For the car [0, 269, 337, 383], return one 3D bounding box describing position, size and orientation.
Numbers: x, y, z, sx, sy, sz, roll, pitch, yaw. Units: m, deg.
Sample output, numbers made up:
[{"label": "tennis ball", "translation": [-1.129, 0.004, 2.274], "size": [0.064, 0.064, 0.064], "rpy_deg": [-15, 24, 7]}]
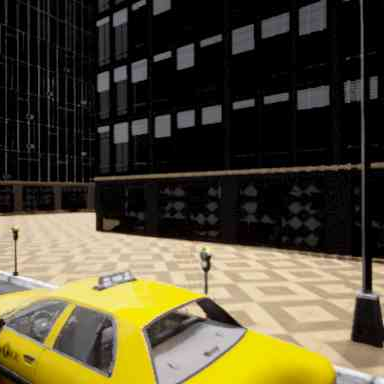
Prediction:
[{"label": "car", "translation": [-1.017, 1.528, 3.610], "size": [4.829, 1.417, 1.752], "rpy_deg": [0, 0, 36]}]
